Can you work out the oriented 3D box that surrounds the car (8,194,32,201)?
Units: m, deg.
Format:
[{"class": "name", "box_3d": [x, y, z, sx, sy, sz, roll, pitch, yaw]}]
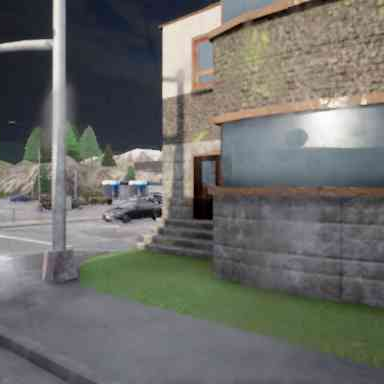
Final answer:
[{"class": "car", "box_3d": [-39.313, 1.135, 76.259, 2.007, 1.523, 4.514, 0, 0, 35]}]

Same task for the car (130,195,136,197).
[{"class": "car", "box_3d": [-8.718, 1.265, 54.759, 1.970, 1.475, 3.806, 0, 0, 35]}]

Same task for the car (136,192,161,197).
[{"class": "car", "box_3d": [-6.355, 0.990, 52.341, 1.905, 1.878, 3.866, 0, 0, 35]}]

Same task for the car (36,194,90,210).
[{"class": "car", "box_3d": [-13.692, 1.222, 35.632, 2.007, 1.523, 4.514, 0, 0, 35]}]

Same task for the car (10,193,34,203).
[{"class": "car", "box_3d": [-31.478, 1.158, 61.387, 1.845, 1.501, 3.633, 0, 0, 35]}]

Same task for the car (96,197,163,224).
[{"class": "car", "box_3d": [-3.953, 1.303, 22.852, 1.812, 1.442, 4.674, 0, 0, 35]}]

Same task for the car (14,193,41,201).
[{"class": "car", "box_3d": [-36.721, 1.135, 74.492, 2.152, 1.636, 5.027, 0, 0, 35]}]

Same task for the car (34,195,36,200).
[{"class": "car", "box_3d": [-23.342, 1.166, 55.585, 2.007, 1.523, 4.514, 0, 0, 35]}]

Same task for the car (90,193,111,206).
[{"class": "car", "box_3d": [-13.581, 1.001, 47.813, 1.932, 1.855, 4.605, 0, 0, 35]}]
